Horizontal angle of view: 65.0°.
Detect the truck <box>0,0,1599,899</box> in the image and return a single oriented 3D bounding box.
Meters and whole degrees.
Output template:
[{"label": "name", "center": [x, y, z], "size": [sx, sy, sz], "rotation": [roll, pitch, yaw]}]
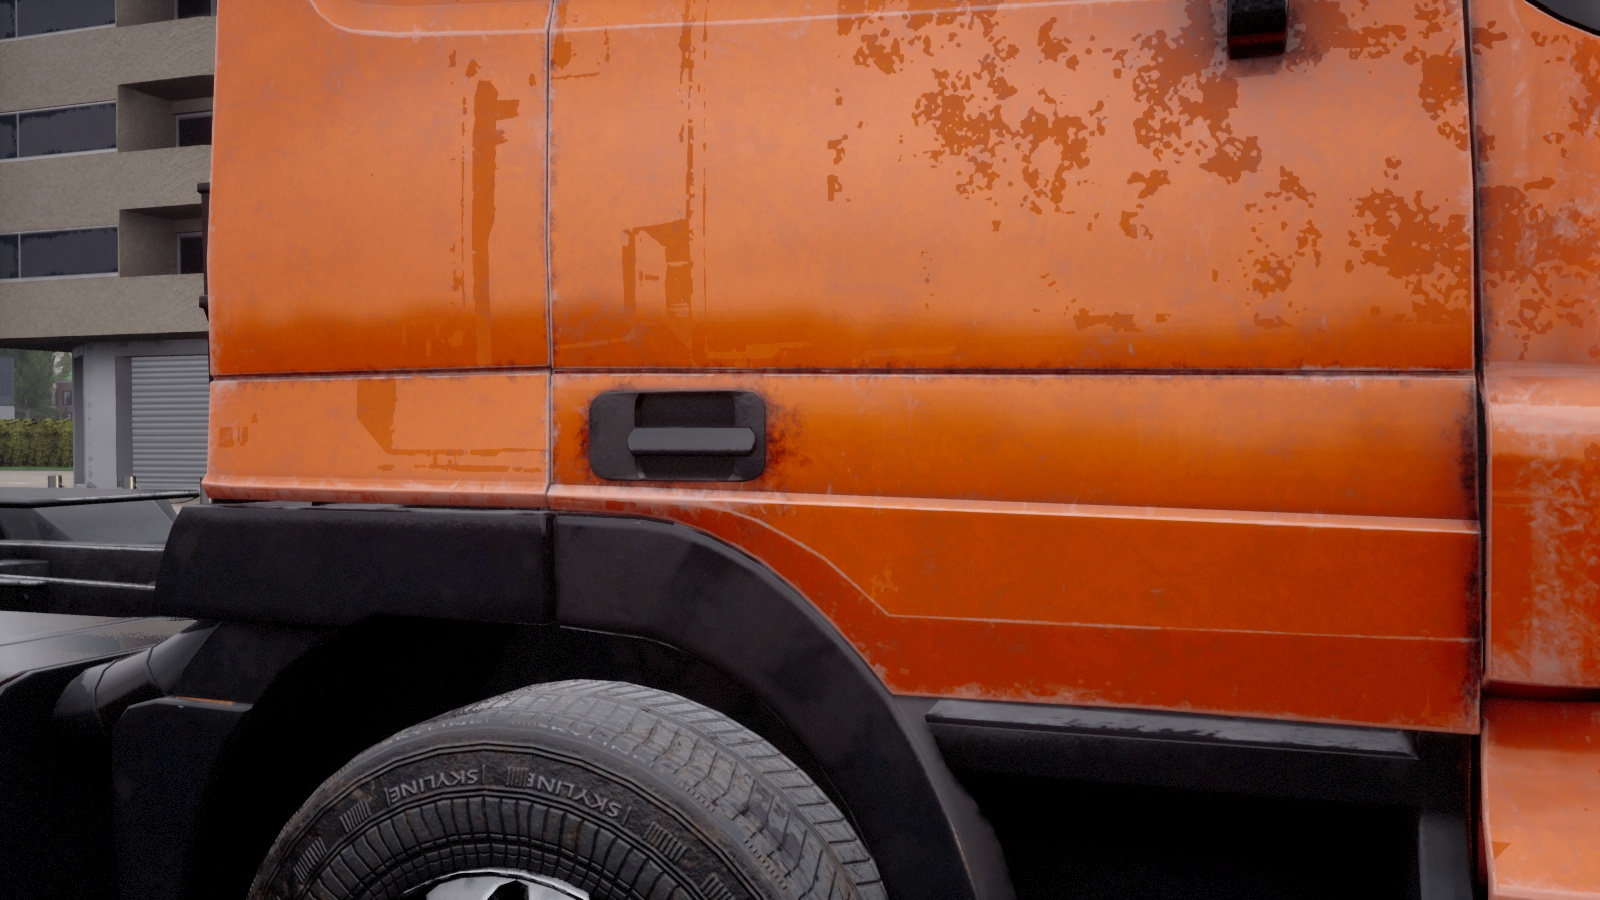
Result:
[{"label": "truck", "center": [-2.190, -0.226, 3.922], "size": [7.936, 3.462, 2.891], "rotation": [1, 1, 19]}]
